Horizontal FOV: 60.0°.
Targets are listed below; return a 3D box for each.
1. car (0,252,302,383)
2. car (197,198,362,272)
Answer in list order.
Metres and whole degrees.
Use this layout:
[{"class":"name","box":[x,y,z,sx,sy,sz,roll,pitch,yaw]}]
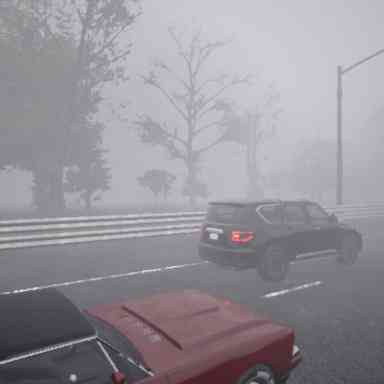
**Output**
[{"class":"car","box":[-1.195,1.599,2.875,4.718,1.301,1.895,0,0,-35]},{"class":"car","box":[2.747,1.205,9.919,5.566,2.045,2.150,0,0,-35]}]
